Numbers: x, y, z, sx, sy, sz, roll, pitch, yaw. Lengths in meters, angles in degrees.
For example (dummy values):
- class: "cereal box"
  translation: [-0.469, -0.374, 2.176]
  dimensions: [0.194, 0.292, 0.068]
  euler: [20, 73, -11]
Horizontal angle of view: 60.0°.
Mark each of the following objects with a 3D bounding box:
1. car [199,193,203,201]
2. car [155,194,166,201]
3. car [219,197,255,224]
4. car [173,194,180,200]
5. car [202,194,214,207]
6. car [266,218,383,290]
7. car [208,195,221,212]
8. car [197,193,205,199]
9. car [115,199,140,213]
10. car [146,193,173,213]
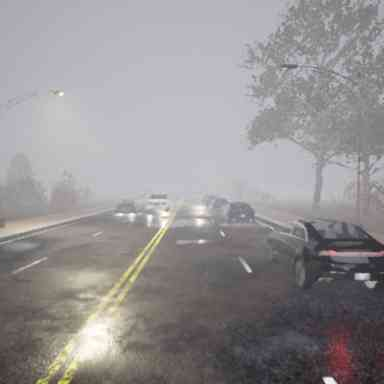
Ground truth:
- class: "car"
  translation: [2.886, 1.106, 59.205]
  dimensions: [2.097, 1.767, 4.553]
  euler: [0, 0, -1]
- class: "car"
  translation: [-7.074, 1.160, 75.560]
  dimensions: [2.033, 1.411, 5.357]
  euler: [0, 0, -1]
- class: "car"
  translation: [3.284, 1.387, 24.113]
  dimensions: [1.882, 1.535, 5.008]
  euler: [0, 0, 0]
- class: "car"
  translation: [-3.824, 1.144, 75.602]
  dimensions: [1.812, 1.442, 4.674]
  euler: [0, 0, -1]
- class: "car"
  translation: [3.007, 1.158, 48.195]
  dimensions: [2.097, 1.767, 4.553]
  euler: [0, 0, -1]
- class: "car"
  translation: [3.337, 1.455, 8.952]
  dimensions: [2.128, 1.511, 4.902]
  euler: [0, 0, 0]
- class: "car"
  translation: [3.103, 1.359, 37.215]
  dimensions: [1.837, 1.490, 4.892]
  euler: [0, 0, 0]
- class: "car"
  translation: [2.462, 1.083, 92.238]
  dimensions: [1.837, 1.490, 4.892]
  euler: [0, 0, -1]
- class: "car"
  translation: [-6.724, 1.430, 35.068]
  dimensions: [1.994, 1.385, 4.181]
  euler: [0, 0, 0]
- class: "car"
  translation: [-3.475, 1.085, 35.120]
  dimensions: [2.150, 2.045, 5.566]
  euler: [0, 0, 0]
